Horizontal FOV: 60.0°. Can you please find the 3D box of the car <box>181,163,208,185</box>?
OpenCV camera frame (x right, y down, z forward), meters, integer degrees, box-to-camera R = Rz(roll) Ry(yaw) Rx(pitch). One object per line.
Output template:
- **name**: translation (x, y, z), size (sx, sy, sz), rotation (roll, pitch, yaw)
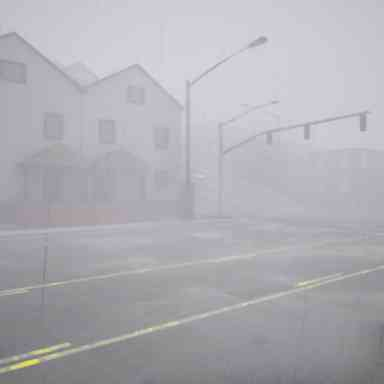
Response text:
- **car**: translation (-0.072, -2.432, 45.212), size (2.150, 2.045, 5.566), rotation (0, 18, -36)
